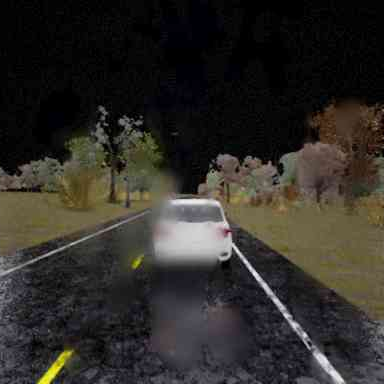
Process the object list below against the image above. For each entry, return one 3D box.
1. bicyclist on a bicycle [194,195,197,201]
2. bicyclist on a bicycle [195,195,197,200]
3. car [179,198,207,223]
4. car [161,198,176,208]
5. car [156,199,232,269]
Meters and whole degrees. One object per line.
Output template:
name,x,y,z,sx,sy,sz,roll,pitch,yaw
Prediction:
bicyclist on a bicycle,0.975,1.689,92.652,0.659,1.776,1.843,0,0,0
bicyclist on a bicycle,0.970,1.720,83.651,0.866,1.612,1.509,0,0,0
car,0.072,1.425,27.310,2.097,1.767,4.553,0,0,0
car,-3.566,1.713,50.609,1.994,1.385,4.181,0,0,0
car,0.066,1.251,11.389,2.150,2.045,5.566,0,0,0
